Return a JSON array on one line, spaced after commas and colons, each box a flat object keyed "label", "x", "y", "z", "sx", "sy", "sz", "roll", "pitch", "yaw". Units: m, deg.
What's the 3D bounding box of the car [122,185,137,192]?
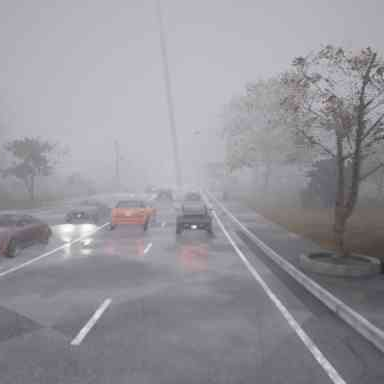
[{"label": "car", "x": -10.530, "y": -0.471, "z": 56.067, "sx": 1.837, "sy": 1.490, "sz": 4.892, "roll": 0, "pitch": 3, "yaw": 1}]

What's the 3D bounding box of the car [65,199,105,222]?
[{"label": "car", "x": -7.018, "y": 1.193, "z": 22.704, "sx": 1.994, "sy": 1.385, "sz": 4.181, "roll": 0, "pitch": 3, "yaw": 1}]

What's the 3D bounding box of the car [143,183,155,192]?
[{"label": "car", "x": -7.033, "y": -0.629, "z": 56.144, "sx": 2.097, "sy": 1.767, "sz": 4.553, "roll": 0, "pitch": 3, "yaw": 0}]

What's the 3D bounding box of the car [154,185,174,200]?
[{"label": "car", "x": -3.386, "y": 0.188, "z": 42.373, "sx": 1.837, "sy": 1.490, "sz": 4.892, "roll": 0, "pitch": 3, "yaw": 0}]

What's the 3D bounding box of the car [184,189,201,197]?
[{"label": "car", "x": 0.103, "y": 0.334, "z": 39.735, "sx": 1.812, "sy": 1.442, "sz": 4.674, "roll": 0, "pitch": 3, "yaw": 0}]

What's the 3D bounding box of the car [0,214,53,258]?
[{"label": "car", "x": -7.034, "y": 1.552, "z": 12.678, "sx": 1.994, "sy": 1.385, "sz": 4.181, "roll": 0, "pitch": 1, "yaw": 1}]

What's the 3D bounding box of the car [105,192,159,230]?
[{"label": "car", "x": -3.391, "y": 1.118, "z": 19.798, "sx": 2.097, "sy": 1.767, "sz": 4.553, "roll": 0, "pitch": 3, "yaw": 0}]

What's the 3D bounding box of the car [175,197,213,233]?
[{"label": "car", "x": 0.108, "y": 1.331, "z": 18.433, "sx": 1.837, "sy": 1.490, "sz": 4.892, "roll": 0, "pitch": 2, "yaw": 0}]
